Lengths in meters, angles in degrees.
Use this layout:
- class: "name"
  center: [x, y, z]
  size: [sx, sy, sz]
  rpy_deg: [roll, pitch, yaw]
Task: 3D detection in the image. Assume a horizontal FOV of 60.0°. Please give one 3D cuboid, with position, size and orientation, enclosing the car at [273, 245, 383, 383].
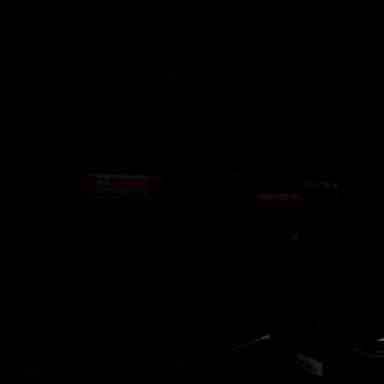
- class: "car"
  center: [3.094, 1.570, 5.013]
  size: [4.313, 1.339, 1.947]
  rpy_deg: [0, 0, -35]

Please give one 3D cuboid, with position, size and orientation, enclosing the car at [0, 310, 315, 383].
- class: "car"
  center: [-1.411, 1.581, 1.801]
  size: [4.206, 1.307, 1.802]
  rpy_deg: [0, 0, -35]
